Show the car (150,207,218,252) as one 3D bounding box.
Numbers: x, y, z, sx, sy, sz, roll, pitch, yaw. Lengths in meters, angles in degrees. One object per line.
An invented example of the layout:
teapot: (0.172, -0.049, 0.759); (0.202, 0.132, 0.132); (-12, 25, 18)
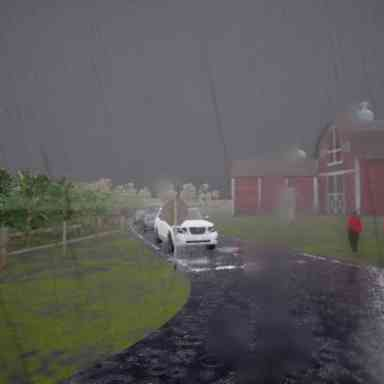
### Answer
car: (-0.493, 1.786, 17.278); (2.150, 2.045, 5.566); (0, -2, -17)

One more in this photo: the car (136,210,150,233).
car: (-3.110, 2.424, 26.696); (1.837, 1.490, 4.892); (0, -2, -14)

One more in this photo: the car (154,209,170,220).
car: (-4.473, 3.268, 48.796); (1.994, 1.385, 4.181); (0, -2, -9)

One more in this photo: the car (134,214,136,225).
car: (-5.361, 2.786, 36.551); (1.837, 1.490, 4.892); (0, -2, -11)

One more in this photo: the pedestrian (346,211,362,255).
pedestrian: (6.756, 1.675, 13.830); (0.375, 1.860, 0.375); (-1, -1, -19)

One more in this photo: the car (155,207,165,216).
car: (-5.848, 3.615, 61.377); (1.882, 1.535, 5.008); (0, -2, -4)
